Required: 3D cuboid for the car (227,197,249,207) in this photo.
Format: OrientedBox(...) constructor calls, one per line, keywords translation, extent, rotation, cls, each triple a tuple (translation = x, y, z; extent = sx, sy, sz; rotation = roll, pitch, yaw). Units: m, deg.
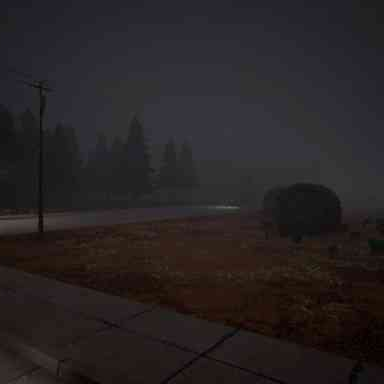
OrientedBox(translation=(7.334, 1.585, 52.854), extent=(1.837, 1.490, 4.892), rotation=(0, 0, 37), cls="car")
